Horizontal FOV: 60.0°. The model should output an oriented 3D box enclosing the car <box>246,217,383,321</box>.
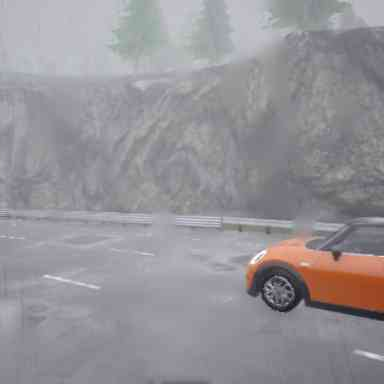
[{"bbox_3d":[3.262,1.236,5.934,4.553,1.767,2.097,0,1,35],"label":"car"}]
